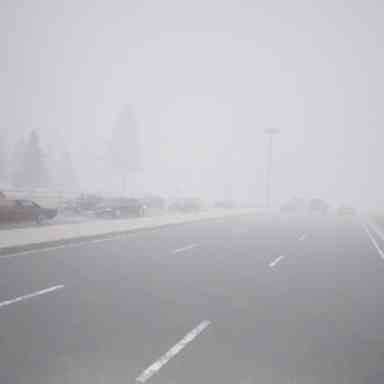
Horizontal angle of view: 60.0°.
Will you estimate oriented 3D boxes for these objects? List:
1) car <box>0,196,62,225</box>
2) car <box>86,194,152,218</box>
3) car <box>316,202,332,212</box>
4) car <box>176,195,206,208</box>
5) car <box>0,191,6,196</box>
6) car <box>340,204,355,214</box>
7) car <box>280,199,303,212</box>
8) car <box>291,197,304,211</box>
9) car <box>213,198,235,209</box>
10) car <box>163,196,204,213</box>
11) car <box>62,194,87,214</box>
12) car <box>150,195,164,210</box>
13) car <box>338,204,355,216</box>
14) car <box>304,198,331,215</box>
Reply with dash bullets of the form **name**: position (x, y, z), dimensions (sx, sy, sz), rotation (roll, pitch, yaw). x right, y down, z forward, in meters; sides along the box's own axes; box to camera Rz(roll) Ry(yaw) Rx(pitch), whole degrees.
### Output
- **car**: position (-9.264, 1.034, 16.769), dimensions (1.895, 1.301, 4.718), rotation (3, 0, 25)
- **car**: position (-5.363, 1.105, 25.096), dimensions (1.837, 1.490, 4.892), rotation (3, 0, 25)
- **car**: position (21.730, 2.397, 54.646), dimensions (1.837, 1.490, 4.892), rotation (3, 0, 27)
- **car**: position (-0.019, 1.269, 44.665), dimensions (1.882, 1.535, 5.008), rotation (3, 0, 26)
- **car**: position (-12.359, 0.614, 18.375), dimensions (2.097, 1.767, 4.553), rotation (3, 0, 25)
- **car**: position (25.099, 2.639, 53.574), dimensions (1.994, 1.385, 4.181), rotation (3, 0, 27)
- **car**: position (13.660, 2.069, 46.395), dimensions (1.994, 1.385, 4.181), rotation (3, 0, 27)
- **car**: position (17.067, 1.874, 53.332), dimensions (2.150, 2.045, 5.566), rotation (3, 0, 27)
- **car**: position (4.534, 1.590, 46.072), dimensions (1.994, 1.385, 4.181), rotation (3, 0, 26)
- **car**: position (-0.768, 1.323, 34.914), dimensions (1.812, 1.442, 4.674), rotation (3, 0, 25)
- **car**: position (-8.492, 0.919, 26.662), dimensions (2.128, 1.511, 4.902), rotation (3, 0, 25)
- **car**: position (-4.512, 1.090, 35.163), dimensions (2.128, 1.511, 4.902), rotation (3, 0, 25)
- **car**: position (20.601, 2.358, 44.478), dimensions (1.882, 1.535, 5.008), rotation (3, 0, 26)
- **car**: position (17.095, 1.913, 45.255), dimensions (2.150, 2.045, 5.566), rotation (3, 0, 27)
